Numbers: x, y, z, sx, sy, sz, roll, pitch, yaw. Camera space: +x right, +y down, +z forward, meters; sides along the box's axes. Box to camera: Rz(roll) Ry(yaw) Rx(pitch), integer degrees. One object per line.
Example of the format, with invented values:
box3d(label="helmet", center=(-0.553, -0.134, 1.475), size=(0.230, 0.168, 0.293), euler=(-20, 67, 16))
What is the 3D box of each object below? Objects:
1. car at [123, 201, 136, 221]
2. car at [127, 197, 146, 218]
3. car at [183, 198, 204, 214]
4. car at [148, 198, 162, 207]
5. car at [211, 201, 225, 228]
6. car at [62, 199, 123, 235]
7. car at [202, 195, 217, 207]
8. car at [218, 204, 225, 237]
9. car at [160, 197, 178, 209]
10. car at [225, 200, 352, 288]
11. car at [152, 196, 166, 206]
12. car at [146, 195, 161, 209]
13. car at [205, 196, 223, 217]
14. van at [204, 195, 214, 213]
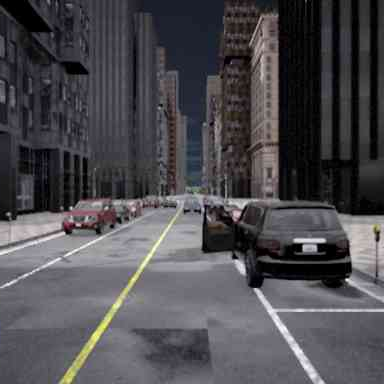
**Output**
box3d(label="car", center=(-5.778, 1.616, 25.004), size=(1.947, 1.339, 4.313), euler=(0, 0, 0))
box3d(label="car", center=(-5.782, 1.501, 30.606), size=(1.967, 1.590, 4.097), euler=(0, 0, 0))
box3d(label="car", center=(0.046, 1.673, 35.945), size=(1.895, 1.301, 4.718), euler=(0, 0, 0))
box3d(label="car", center=(-5.793, 1.633, 52.845), size=(1.752, 1.417, 4.829), euler=(0, 0, 0))
box3d(label="car", center=(2.747, 1.616, 25.012), size=(1.947, 1.339, 4.313), euler=(0, 0, 0))
box3d(label="car", center=(-5.776, 1.354, 19.403), size=(2.192, 1.841, 5.009), euler=(0, 0, 0))
box3d(label="car", center=(2.731, 1.423, 53.021), size=(2.192, 1.841, 5.009), euler=(0, 0, 0))
box3d(label="car", center=(2.750, 1.621, 19.410), size=(1.802, 1.307, 4.206), euler=(0, 0, 0))
box3d(label="car", center=(-3.024, 1.717, 47.002), size=(1.895, 1.301, 4.718), euler=(0, 0, 0))
box3d(label="car", center=(2.390, 1.240, 9.435), size=(2.150, 2.045, 5.566), euler=(0, 0, 0))
box3d(label="car", center=(-5.796, 1.560, 58.617), size=(1.967, 1.590, 4.097), euler=(0, 0, 0))
box3d(label="car", center=(-5.791, 1.411, 47.413), size=(2.192, 1.841, 5.009), euler=(0, 0, 0))
box3d(label="car", center=(2.741, 1.513, 36.215), size=(1.967, 1.590, 4.097), euler=(0, 0, 0))
box3d(label="van", center=(2.737, 1.425, 41.818), size=(1.690, 1.788, 3.998), euler=(0, 0, 0))
